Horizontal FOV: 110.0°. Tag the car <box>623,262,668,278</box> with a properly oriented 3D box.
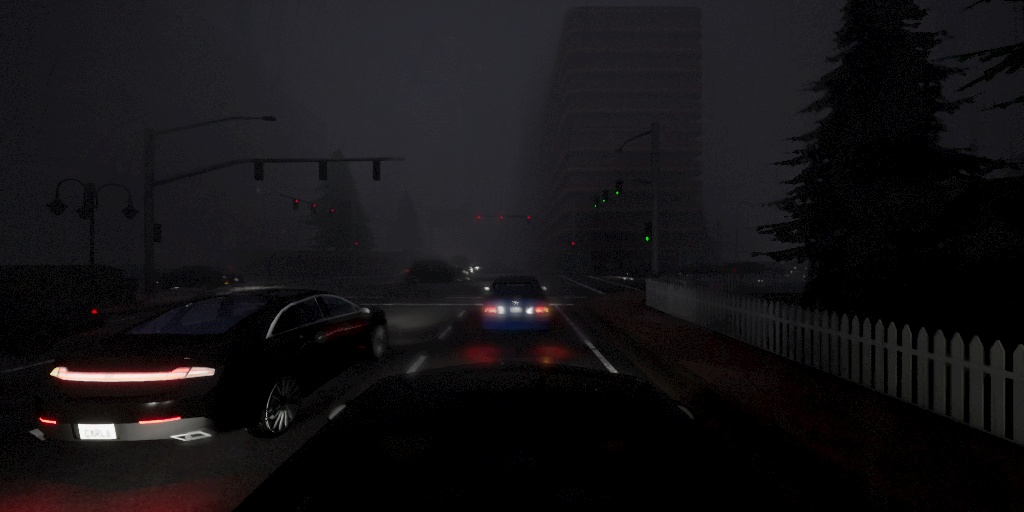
[{"bbox_3d":[13.155,1.242,33.411,5.357,1.411,2.033,0,0,-13],"label":"car"}]

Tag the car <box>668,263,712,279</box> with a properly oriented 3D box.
[{"bbox_3d":[15.889,1.259,30.586,4.181,1.385,1.994,0,0,-20],"label":"car"}]

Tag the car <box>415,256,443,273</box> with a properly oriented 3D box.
[{"bbox_3d":[-10.529,0.971,45.981,2.150,2.045,5.566,0,0,2],"label":"car"}]

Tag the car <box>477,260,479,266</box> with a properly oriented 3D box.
[{"bbox_3d":[-7.025,1.255,58.952,1.837,1.490,4.892,0,0,0],"label":"car"}]

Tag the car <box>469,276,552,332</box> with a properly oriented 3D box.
[{"bbox_3d":[0.122,1.297,10.809,2.033,1.411,5.357,0,0,1],"label":"car"}]

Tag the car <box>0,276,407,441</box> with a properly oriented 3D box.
[{"bbox_3d":[-3.427,1.242,5.397,2.128,1.511,4.902,0,0,0],"label":"car"}]

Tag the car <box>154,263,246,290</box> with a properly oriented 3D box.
[{"bbox_3d":[-18.390,1.259,21.355,4.181,1.385,1.994,0,0,0],"label":"car"}]

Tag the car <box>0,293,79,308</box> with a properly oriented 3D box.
[{"bbox_3d":[-10.468,1.297,5.883,2.033,1.411,5.357,0,0,3],"label":"car"}]

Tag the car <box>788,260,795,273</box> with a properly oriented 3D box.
[{"bbox_3d":[24.369,1.242,34.262,5.357,1.411,2.033,0,0,-31],"label":"car"}]

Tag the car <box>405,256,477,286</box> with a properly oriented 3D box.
[{"bbox_3d":[-4.999,1.091,24.945,4.553,1.767,2.097,0,0,0],"label":"car"}]

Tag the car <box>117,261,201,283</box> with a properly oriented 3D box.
[{"bbox_3d":[-25.275,1.242,24.812,5.357,1.411,2.033,0,0,0],"label":"car"}]

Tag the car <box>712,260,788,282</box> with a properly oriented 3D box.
[{"bbox_3d":[18.173,1.199,27.404,4.892,1.490,1.837,0,1,-18],"label":"car"}]

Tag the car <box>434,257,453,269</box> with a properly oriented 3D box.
[{"bbox_3d":[-10.534,1.102,55.534,2.097,1.767,4.553,0,0,0],"label":"car"}]

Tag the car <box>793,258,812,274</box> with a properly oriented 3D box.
[{"bbox_3d":[32.359,0.916,40.589,2.150,2.045,5.566,0,0,43],"label":"car"}]
